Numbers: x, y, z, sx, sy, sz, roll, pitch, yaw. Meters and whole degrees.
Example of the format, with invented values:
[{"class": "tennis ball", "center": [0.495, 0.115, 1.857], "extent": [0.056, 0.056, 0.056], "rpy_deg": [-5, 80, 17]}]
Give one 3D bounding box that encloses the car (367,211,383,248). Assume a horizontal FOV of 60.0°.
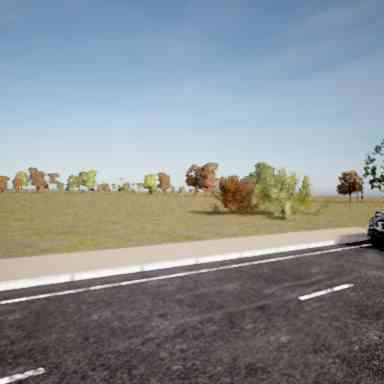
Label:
[{"class": "car", "center": [10.150, 1.436, 14.908], "extent": [5.566, 2.045, 2.150], "rpy_deg": [1, -1, -35]}]
